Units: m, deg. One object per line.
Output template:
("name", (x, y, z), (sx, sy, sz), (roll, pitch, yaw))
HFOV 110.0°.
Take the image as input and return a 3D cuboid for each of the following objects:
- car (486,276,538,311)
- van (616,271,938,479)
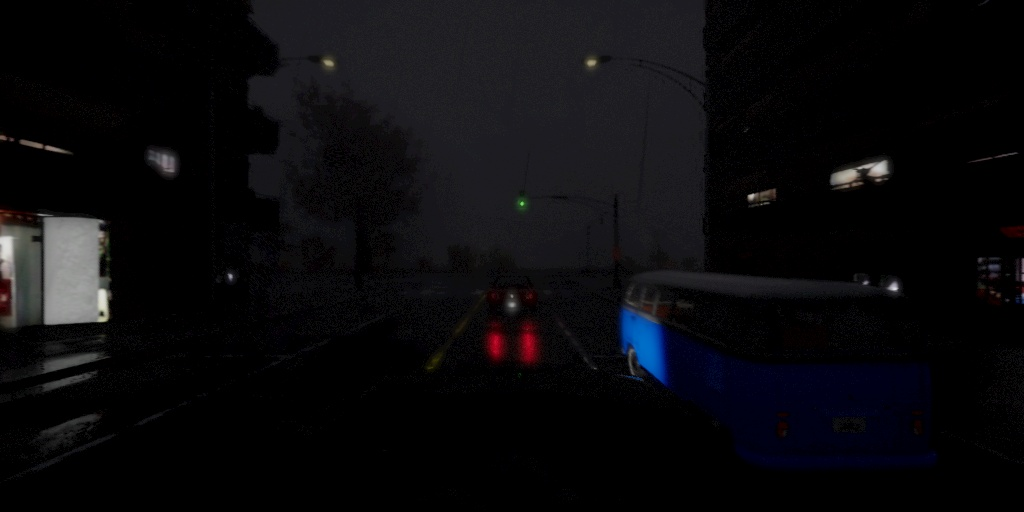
("car", (0.023, 1.485, 15.078), (1.895, 1.301, 4.718), (0, -1, 1))
("van", (2.690, 1.121, 4.691), (1.690, 1.789, 3.998), (0, 0, 0))
